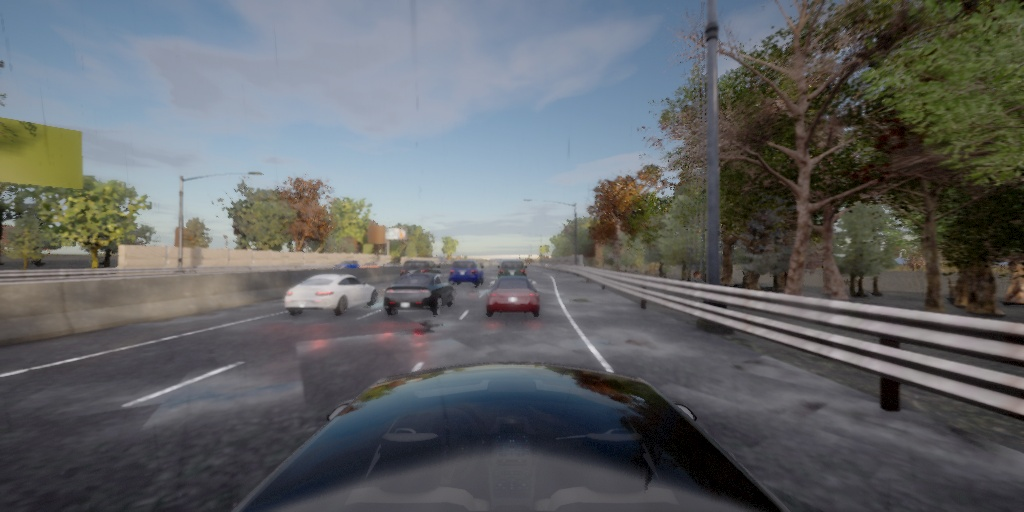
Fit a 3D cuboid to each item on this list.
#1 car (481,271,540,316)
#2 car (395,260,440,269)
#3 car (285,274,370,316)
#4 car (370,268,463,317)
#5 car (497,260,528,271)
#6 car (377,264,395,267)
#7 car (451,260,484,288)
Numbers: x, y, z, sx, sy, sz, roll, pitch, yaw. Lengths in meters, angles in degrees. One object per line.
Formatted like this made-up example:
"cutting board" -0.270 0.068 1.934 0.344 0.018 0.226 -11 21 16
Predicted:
"car" 0.050 1.485 14.310 1.994 1.385 4.181 0 -1 1
"car" -6.962 1.333 27.969 2.150 2.045 5.566 0 -1 1
"car" -6.952 1.446 14.217 1.812 1.442 4.674 0 -1 0
"car" -3.453 1.409 14.084 2.128 1.511 4.902 0 -1 0
"car" 0.038 1.333 27.994 2.150 2.045 5.566 0 -1 1
"car" -21.016 2.130 61.798 1.812 1.442 4.674 0 -1 1
"car" -3.464 1.332 27.912 2.150 2.045 5.566 0 -1 1
